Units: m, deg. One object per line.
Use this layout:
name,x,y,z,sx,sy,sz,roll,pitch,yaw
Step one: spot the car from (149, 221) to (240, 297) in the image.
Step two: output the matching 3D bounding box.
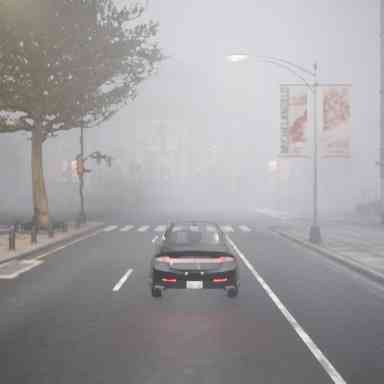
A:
car,0.060,1.485,8.529,2.128,1.511,4.902,0,0,0

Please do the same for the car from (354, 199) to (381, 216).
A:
car,18.396,1.455,32.070,5.008,1.535,1.882,0,0,1
